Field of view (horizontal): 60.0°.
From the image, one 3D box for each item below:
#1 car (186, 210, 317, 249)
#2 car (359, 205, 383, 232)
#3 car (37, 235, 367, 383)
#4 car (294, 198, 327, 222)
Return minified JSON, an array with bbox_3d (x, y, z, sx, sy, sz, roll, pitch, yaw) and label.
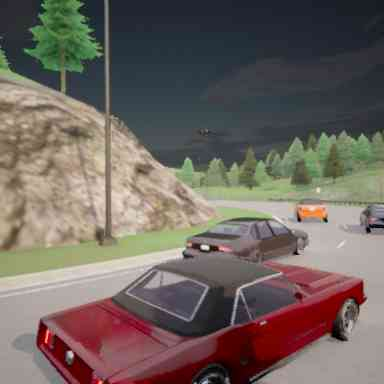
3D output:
[{"bbox_3d":[1.999,1.533,10.900,2.033,1.411,5.357,-1,0,41],"label":"car"},{"bbox_3d":[10.780,1.445,19.063,2.033,1.411,5.357,-1,0,23],"label":"car"},{"bbox_3d":[0.591,1.600,4.632,4.718,1.301,1.895,-1,0,-40],"label":"car"},{"bbox_3d":[9.146,1.269,25.970,2.097,1.767,4.553,-1,0,14],"label":"car"}]
